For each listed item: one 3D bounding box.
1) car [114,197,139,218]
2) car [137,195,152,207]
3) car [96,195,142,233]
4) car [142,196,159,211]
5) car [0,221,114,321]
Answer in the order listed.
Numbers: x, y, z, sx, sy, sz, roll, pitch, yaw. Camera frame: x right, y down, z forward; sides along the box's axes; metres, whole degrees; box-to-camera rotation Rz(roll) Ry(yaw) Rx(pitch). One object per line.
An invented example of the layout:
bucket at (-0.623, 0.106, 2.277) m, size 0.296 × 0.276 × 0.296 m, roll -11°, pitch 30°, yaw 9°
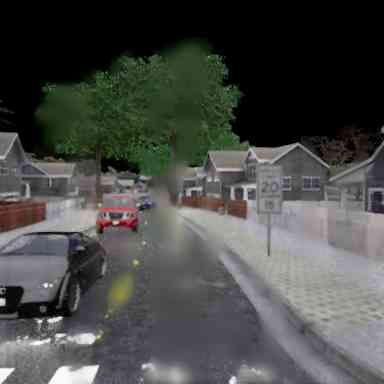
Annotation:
car at (-6.138, 1.365, 31.270) m, size 2.097 × 1.767 × 4.553 m, roll 0°, pitch 0°, yaw -11°
car at (-7.270, 1.352, 50.753) m, size 2.097 × 1.767 × 4.553 m, roll 0°, pitch 0°, yaw -10°
car at (-4.295, 1.236, 19.911) m, size 2.150 × 2.045 × 5.566 m, roll 0°, pitch 0°, yaw -8°
car at (-5.282, 1.349, 40.985) m, size 2.097 × 1.767 × 4.553 m, roll 0°, pitch 0°, yaw -12°
car at (-3.195, 1.573, 7.293) m, size 1.994 × 1.385 × 4.181 m, roll 0°, pitch 0°, yaw -3°
